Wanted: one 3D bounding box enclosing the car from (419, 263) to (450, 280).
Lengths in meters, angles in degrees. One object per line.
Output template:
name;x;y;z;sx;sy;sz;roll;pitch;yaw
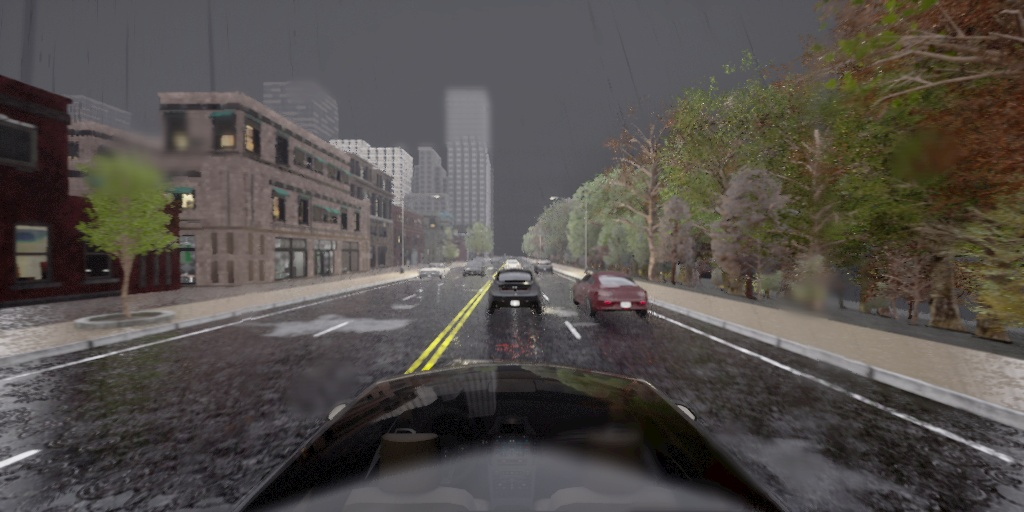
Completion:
car;-6.597;1.284;30.812;1.895;1.301;4.718;0;0;0

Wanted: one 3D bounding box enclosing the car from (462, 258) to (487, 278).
car;-3.341;1.185;32.536;1.837;1.490;4.892;0;0;0

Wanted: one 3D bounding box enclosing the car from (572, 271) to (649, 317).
car;3.352;1.251;12.855;1.812;1.442;4.674;0;0;0

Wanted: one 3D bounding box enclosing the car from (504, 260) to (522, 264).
car;0.096;1.186;40.752;1.812;1.442;4.674;0;0;0

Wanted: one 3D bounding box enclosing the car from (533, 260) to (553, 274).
car;3.344;1.158;38.960;2.128;1.511;4.902;0;0;0

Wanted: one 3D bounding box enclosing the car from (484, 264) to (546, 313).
car;0.097;1.230;13.869;1.837;1.490;4.892;0;1;0
